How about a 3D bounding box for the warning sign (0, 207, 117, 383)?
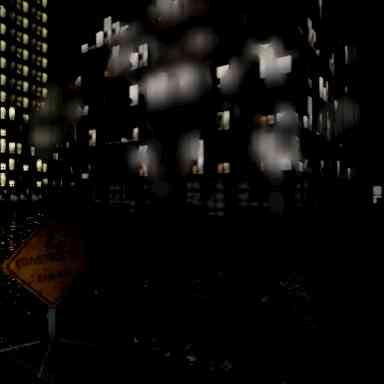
[{"bbox_3d":[-1.854,1.159,4.406,1.060,1.860,1.300,0,-1,36],"label":"warning sign"}]
